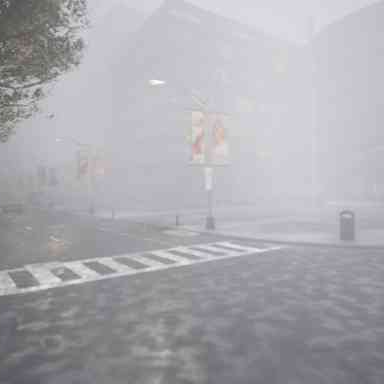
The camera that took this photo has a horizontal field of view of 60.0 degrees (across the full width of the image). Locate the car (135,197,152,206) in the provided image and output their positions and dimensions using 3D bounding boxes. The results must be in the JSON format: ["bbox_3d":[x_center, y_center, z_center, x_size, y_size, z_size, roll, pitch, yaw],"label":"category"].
[{"bbox_3d":[-7.893,1.556,54.880,2.161,1.482,4.786,-1,0,-35],"label":"car"}]

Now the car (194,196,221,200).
[{"bbox_3d":[2.490,1.237,47.275,2.002,1.452,4.674,-1,0,-35],"label":"car"}]

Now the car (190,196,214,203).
[{"bbox_3d":[1.832,1.386,61.216,1.895,1.301,4.718,-1,0,-35],"label":"car"}]

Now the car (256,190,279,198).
[{"bbox_3d":[16.468,0.620,72.542,2.435,2.045,5.566,-1,0,-35],"label":"car"}]

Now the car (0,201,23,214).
[{"bbox_3d":[-23.531,1.975,43.712,1.882,1.535,5.008,-1,0,-35],"label":"car"}]
